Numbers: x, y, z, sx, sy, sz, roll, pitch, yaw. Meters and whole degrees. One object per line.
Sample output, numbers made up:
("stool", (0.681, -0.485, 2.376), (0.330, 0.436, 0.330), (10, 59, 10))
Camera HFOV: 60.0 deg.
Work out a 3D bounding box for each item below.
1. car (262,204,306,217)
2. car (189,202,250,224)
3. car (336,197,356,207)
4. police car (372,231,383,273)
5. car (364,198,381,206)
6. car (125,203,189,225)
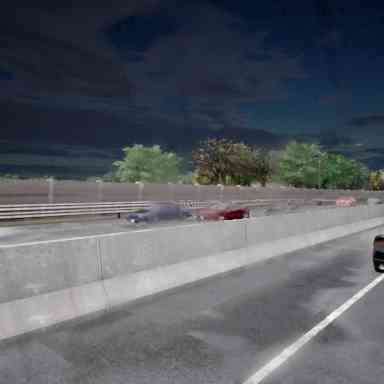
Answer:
("car", (6.734, 1.584, 24.060), (1.994, 1.385, 4.181), (0, 0, 42))
("car", (2.355, 1.487, 24.396), (1.882, 1.535, 5.008), (0, 0, 42))
("car", (26.230, 1.597, 56.535), (2.097, 1.767, 4.553), (0, 0, 42))
("police car", (6.898, 1.425, 9.851), (1.930, 1.638, 5.238), (0, 0, 42))
("car", (30.603, 1.795, 56.168), (1.812, 1.442, 4.674), (0, 0, 42))
("car", (-2.254, 1.547, 24.475), (2.033, 1.411, 5.357), (0, 0, 42))
